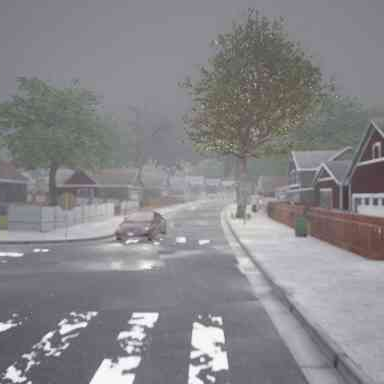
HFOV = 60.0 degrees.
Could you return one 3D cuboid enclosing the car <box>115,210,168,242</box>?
[{"bbox_3d":[-2.542,1.715,17.859,1.812,1.442,4.674,0,0,8],"label":"car"}]
